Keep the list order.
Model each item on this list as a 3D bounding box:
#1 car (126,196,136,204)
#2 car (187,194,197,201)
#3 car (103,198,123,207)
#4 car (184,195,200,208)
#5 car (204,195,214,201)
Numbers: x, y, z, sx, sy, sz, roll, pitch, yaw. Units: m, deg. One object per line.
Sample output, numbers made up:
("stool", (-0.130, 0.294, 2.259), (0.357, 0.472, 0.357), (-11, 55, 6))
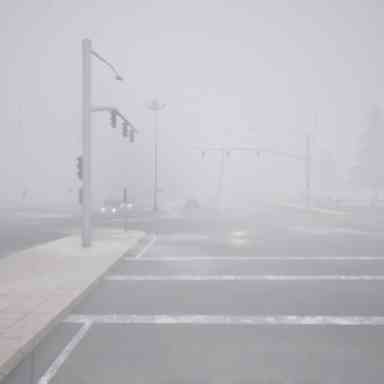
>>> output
("car", (-11.518, 1.462, 60.374), (1.895, 1.301, 4.718), (0, 0, 1))
("car", (-0.009, 1.229, 70.317), (1.994, 1.385, 4.181), (0, 0, 0))
("car", (-11.547, 1.489, 48.549), (1.895, 1.301, 4.718), (0, 0, 1))
("car", (-0.006, 1.423, 44.883), (1.812, 1.442, 4.674), (0, 0, 0))
("car", (3.491, 1.271, 70.349), (1.895, 1.301, 4.718), (0, 0, 0))
